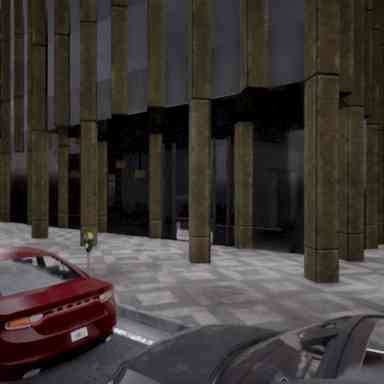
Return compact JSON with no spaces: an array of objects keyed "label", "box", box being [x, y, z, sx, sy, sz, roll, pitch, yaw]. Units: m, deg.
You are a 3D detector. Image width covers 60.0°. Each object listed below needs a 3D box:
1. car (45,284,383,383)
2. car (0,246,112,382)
[{"label":"car","box":[1.275,1.551,2.051,4.403,1.369,2.008,0,0,36]},{"label":"car","box":[-3.137,1.542,5.230,4.507,1.381,1.887,0,0,36]}]
